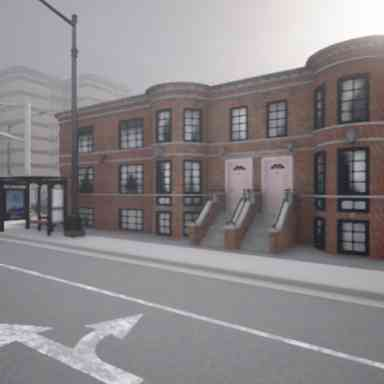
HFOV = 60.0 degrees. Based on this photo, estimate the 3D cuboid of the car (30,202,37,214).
[{"bbox_3d":[-13.652,1.449,33.343,1.837,1.490,4.892,0,0,36],"label":"car"}]
